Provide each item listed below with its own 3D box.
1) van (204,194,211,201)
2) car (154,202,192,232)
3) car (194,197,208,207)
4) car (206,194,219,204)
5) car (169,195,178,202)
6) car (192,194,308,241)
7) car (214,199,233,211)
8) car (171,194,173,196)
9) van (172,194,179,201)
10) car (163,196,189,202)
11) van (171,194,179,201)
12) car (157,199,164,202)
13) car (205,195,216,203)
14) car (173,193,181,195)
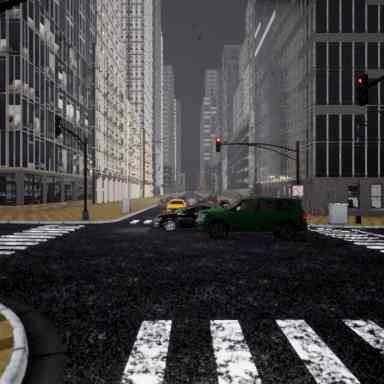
[{"bbox_3d":[3.743,1.320,80.515,1.690,1.788,3.998,0,0,0],"label":"van"},{"bbox_3d":[0.186,1.523,19.944,4.892,1.490,1.837,0,0,-3],"label":"car"},{"bbox_3d":[1.389,1.555,51.993,2.033,1.411,5.357,0,0,0],"label":"car"},{"bbox_3d":[3.807,1.312,63.931,2.192,1.841,5.009,0,0,0],"label":"car"},{"bbox_3d":[-4.116,1.426,74.957,1.967,1.590,4.097,0,0,0],"label":"car"},{"bbox_3d":[2.965,1.268,16.796,5.566,2.045,2.150,1,0,-3],"label":"car"},{"bbox_3d":[3.942,1.579,41.823,1.947,1.339,4.313,0,0,0],"label":"car"},{"bbox_3d":[-4.073,1.563,63.901,1.947,1.339,4.313,0,0,0],"label":"car"},{"bbox_3d":[-4.158,1.314,86.012,1.690,1.788,3.998,0,0,0],"label":"van"},{"bbox_3d":[-1.487,1.494,33.325,1.882,1.535,5.008,0,0,0],"label":"car"},{"bbox_3d":[-4.137,1.320,80.484,1.690,1.788,3.998,0,0,0],"label":"van"},{"bbox_3d":[-4.009,1.592,47.319,1.802,1.307,4.206,0,0,0],"label":"car"},{"bbox_3d":[3.786,1.432,69.460,1.967,1.590,4.097,0,0,0],"label":"car"},{"bbox_3d":[-1.555,1.360,53.396,2.097,1.767,4.553,0,0,0],"label":"car"}]
